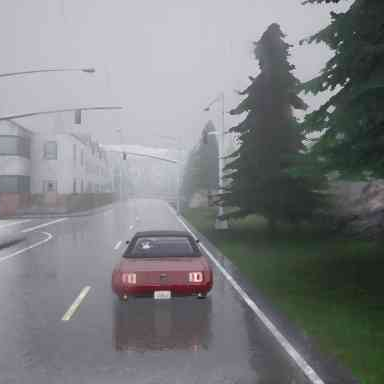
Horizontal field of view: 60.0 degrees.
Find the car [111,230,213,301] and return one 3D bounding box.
[{"bbox_3d":[-0.726,1.601,8.317,1.895,1.301,4.718,0,0,-5],"label":"car"}]
